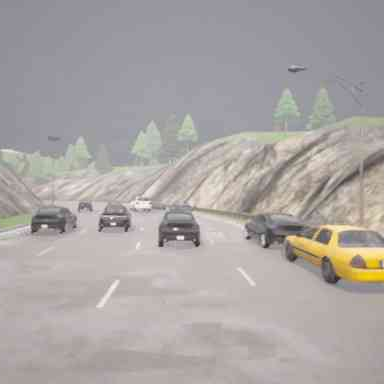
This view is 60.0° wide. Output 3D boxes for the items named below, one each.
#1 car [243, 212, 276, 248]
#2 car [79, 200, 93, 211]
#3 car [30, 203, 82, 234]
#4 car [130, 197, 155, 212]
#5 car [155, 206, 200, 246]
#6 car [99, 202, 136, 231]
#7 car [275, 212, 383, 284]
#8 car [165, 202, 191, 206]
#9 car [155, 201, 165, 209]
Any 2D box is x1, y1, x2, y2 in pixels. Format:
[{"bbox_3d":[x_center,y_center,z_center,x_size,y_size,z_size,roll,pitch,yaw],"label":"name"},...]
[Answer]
[{"bbox_3d":[3.840,1.727,15.941,1.837,1.490,4.892,1,-1,-6],"label":"car"},{"bbox_3d":[-14.579,1.842,45.192,1.837,1.490,4.892,1,-1,-20],"label":"car"},{"bbox_3d":[-8.317,1.637,20.372,1.837,1.490,4.892,1,-1,-8],"label":"car"},{"bbox_3d":[-7.067,1.644,45.206,2.150,2.045,5.566,1,-1,-20],"label":"car"},{"bbox_3d":[-0.729,1.679,16.279,1.837,1.490,4.892,1,-1,-6],"label":"car"},{"bbox_3d":[-4.997,1.679,21.939,2.128,1.511,4.902,1,-1,-9],"label":"car"},{"bbox_3d":[4.309,1.617,10.026,1.801,1.575,5.366,1,-1,-3],"label":"car"},{"bbox_3d":[-1.229,1.896,37.529,2.128,1.511,4.902,1,-1,-16],"label":"car"},{"bbox_3d":[-5.336,2.063,50.320,1.994,1.385,4.181,1,-1,-22],"label":"car"}]
